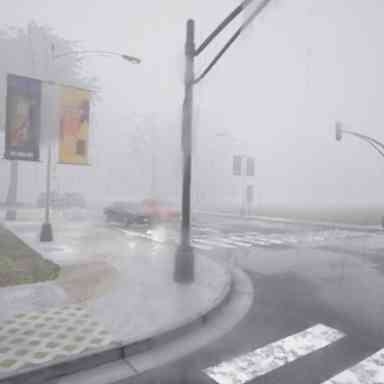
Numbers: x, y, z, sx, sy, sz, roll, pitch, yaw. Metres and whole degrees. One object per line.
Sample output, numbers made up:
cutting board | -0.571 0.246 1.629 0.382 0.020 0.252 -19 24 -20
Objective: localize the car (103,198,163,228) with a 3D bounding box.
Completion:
car | -4.097 1.338 21.280 1.882 1.535 5.008 2 -1 -35

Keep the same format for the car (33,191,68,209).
car | -16.874 0.935 39.478 2.150 2.045 5.566 2 -1 -35

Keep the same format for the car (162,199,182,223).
car | -2.439 1.300 24.576 2.097 1.767 4.553 2 -1 -35

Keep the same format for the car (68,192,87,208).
car | -15.394 1.026 43.037 2.150 2.045 5.566 2 -1 -35
